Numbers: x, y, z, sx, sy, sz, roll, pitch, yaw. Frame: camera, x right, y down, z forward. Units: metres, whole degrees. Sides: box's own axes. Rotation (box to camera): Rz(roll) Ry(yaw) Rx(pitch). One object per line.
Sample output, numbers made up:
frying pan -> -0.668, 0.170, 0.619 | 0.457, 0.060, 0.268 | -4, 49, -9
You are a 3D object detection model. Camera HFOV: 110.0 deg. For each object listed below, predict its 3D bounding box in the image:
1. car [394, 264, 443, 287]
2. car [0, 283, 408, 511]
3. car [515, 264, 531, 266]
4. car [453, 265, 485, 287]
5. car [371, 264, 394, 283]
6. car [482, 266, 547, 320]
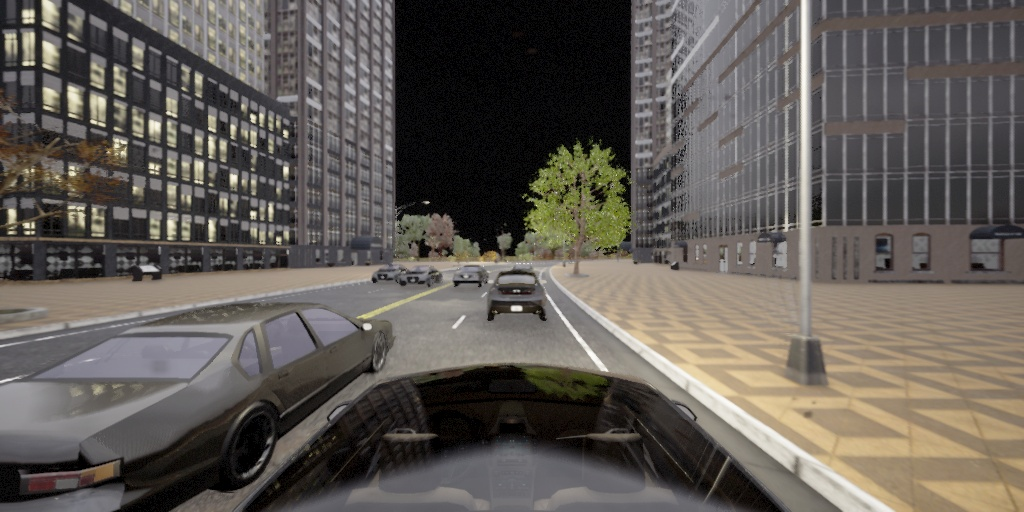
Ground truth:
car -> -6.092, 1.325, 24.341 | 1.994, 1.385, 4.181 | 0, 0, 3
car -> -3.156, 1.301, 4.488 | 2.033, 1.411, 5.357 | 0, 0, 0
car -> 0.970, 1.357, 31.127 | 1.895, 1.301, 4.718 | 0, 0, 4
car -> -2.685, 1.305, 24.362 | 2.033, 1.411, 5.357 | 0, 0, 3
car -> -9.157, 1.330, 27.648 | 1.994, 1.385, 4.181 | 0, 0, 3
car -> 0.178, 1.256, 12.682 | 1.837, 1.490, 4.892 | 0, 0, 1
